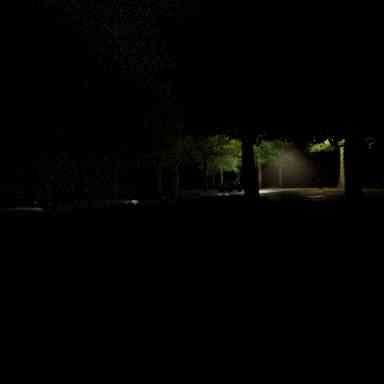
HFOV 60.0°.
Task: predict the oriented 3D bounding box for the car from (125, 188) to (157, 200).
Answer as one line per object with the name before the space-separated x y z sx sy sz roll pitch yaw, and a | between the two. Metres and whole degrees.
car | -6.469 0.226 42.872 1.812 1.442 4.674 -1 2 37

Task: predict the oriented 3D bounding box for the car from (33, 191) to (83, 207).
car | -13.513 0.657 33.731 1.837 1.490 4.892 -1 2 38

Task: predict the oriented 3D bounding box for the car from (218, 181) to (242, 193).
car | 6.848 -0.876 60.011 2.150 2.045 5.566 -1 1 38
